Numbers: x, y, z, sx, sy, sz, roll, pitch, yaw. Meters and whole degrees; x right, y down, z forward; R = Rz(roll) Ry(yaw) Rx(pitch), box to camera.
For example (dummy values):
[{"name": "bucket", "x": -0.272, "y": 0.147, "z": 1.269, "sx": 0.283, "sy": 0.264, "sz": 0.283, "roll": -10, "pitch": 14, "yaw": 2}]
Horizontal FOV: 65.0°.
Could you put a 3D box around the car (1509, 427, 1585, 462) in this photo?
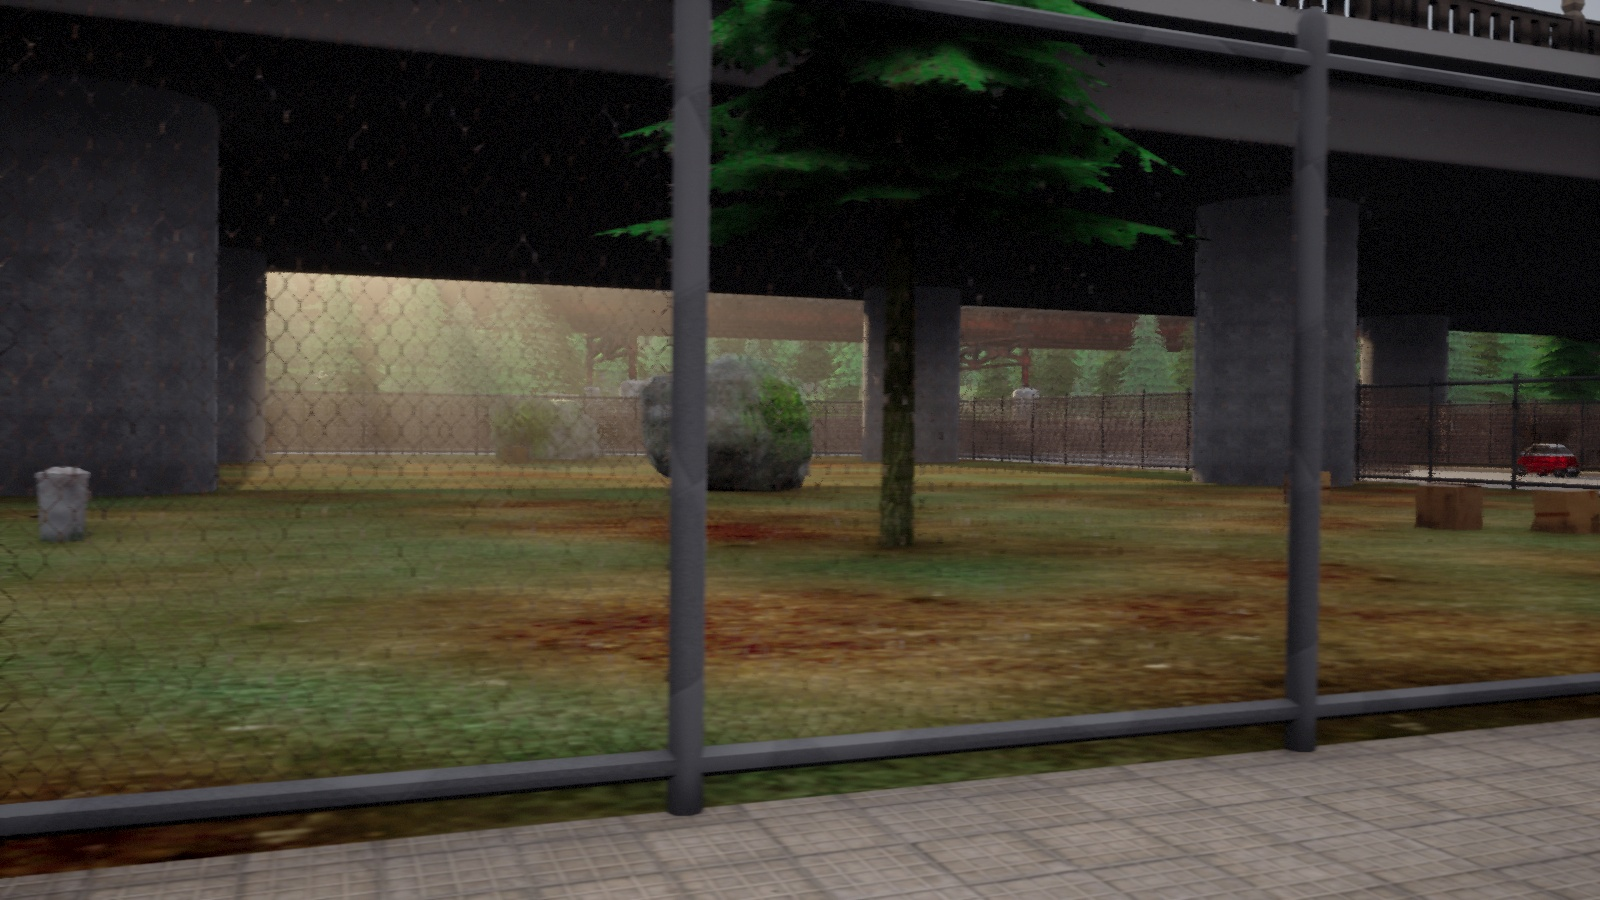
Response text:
[{"name": "car", "x": 30.160, "y": -0.244, "z": 50.757, "sx": 1.481, "sy": 1.376, "sz": 2.207, "roll": -1, "pitch": 1, "yaw": -21}]
